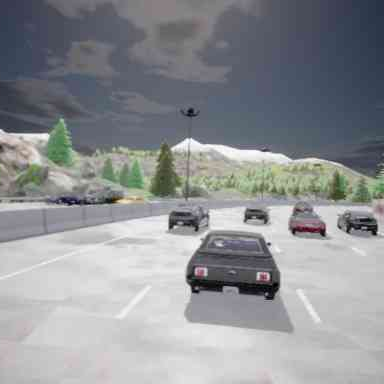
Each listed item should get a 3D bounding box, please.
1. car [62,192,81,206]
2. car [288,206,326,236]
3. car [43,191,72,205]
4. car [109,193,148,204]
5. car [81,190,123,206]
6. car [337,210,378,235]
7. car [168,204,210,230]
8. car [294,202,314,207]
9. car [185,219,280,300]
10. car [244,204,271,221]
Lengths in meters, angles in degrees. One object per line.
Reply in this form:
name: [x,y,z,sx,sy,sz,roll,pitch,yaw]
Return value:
car: [-12.872,1.033,39.926,1.895,1.301,4.718,3,0,19]
car: [7.219,1.886,21.061,1.994,1.385,4.181,3,0,14]
car: [-16.127,0.639,41.162,2.097,1.767,4.553,3,0,19]
car: [-6.614,1.187,36.616,1.882,1.535,5.008,2,0,19]
car: [-9.775,0.793,38.149,2.150,2.045,5.566,3,0,19]
car: [11.286,2.007,22.867,1.837,1.490,4.892,2,0,15]
car: [-0.093,1.502,20.689,1.837,1.490,4.892,2,0,13]
car: [12.803,1.923,38.165,2.097,1.767,4.553,3,0,22]
car: [1.110,1.650,8.697,1.895,1.301,4.718,3,0,9]
car: [5.559,1.753,28.205,1.837,1.490,4.892,2,0,16]
